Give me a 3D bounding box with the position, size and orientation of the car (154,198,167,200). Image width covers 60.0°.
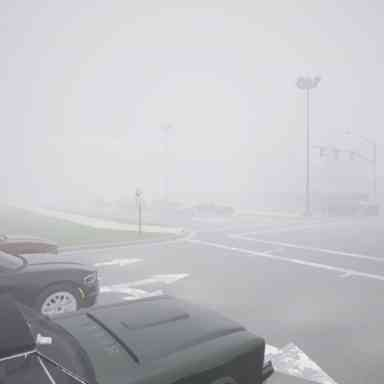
[{"bbox_3d":[-3.434,1.505,40.337,1.837,1.490,4.892,0,0,-36],"label":"car"}]

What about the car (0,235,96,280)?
[{"bbox_3d":[-3.994,1.478,5.215,5.008,1.535,1.882,0,0,-35],"label":"car"}]

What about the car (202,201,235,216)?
[{"bbox_3d":[2.041,1.601,32.847,1.895,1.301,4.718,0,0,-36],"label":"car"}]

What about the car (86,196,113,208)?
[{"bbox_3d":[-12.995,1.477,47.516,1.882,1.535,5.008,0,0,-36],"label":"car"}]

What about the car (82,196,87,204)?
[{"bbox_3d":[-19.070,1.510,62.037,1.837,1.490,4.892,0,0,-36],"label":"car"}]

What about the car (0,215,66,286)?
[{"bbox_3d":[-5.934,1.478,8.133,5.008,1.535,1.882,0,0,-35],"label":"car"}]

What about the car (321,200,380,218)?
[{"bbox_3d":[14.188,1.477,30.132,1.882,1.535,5.008,0,0,-36],"label":"car"}]

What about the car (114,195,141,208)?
[{"bbox_3d":[-9.462,1.352,48.599,2.097,1.767,4.553,0,0,-36],"label":"car"}]

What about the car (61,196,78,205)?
[{"bbox_3d":[-22.242,1.488,60.461,1.882,1.535,5.008,0,0,-36],"label":"car"}]

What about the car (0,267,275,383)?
[{"bbox_3d":[-1.535,1.601,2.665,4.718,1.301,1.895,0,0,-35],"label":"car"}]

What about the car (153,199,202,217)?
[{"bbox_3d":[-1.502,1.601,31.763,1.895,1.301,4.718,0,0,-36],"label":"car"}]

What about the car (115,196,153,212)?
[{"bbox_3d":[-6.833,1.352,39.057,2.097,1.767,4.553,0,0,-36],"label":"car"}]
